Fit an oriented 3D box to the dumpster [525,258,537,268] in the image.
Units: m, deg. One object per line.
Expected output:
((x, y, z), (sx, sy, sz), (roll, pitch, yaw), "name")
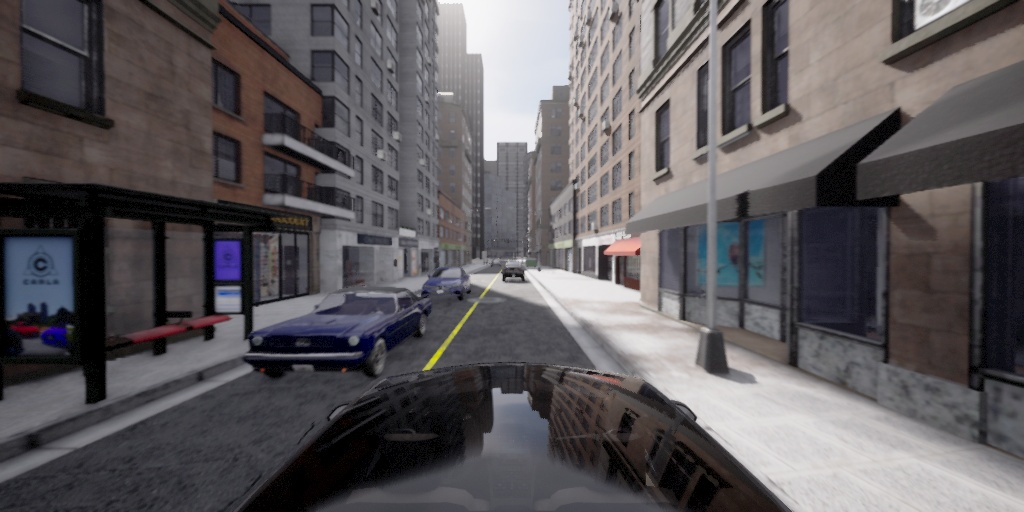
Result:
((3.156, 1.202, 60.024), (1.020, 1.700, 1.940), (0, 0, 0), "dumpster")

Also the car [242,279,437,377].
((-3.090, 1.349, 7.510), (1.895, 1.301, 4.718), (0, 0, 0), "car")

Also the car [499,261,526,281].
((0.111, 1.261, 29.949), (1.837, 1.490, 4.892), (0, -1, 0), "car")

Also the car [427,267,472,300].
((-3.080, 1.275, 17.747), (1.812, 1.442, 4.674), (0, 0, 0), "car")
